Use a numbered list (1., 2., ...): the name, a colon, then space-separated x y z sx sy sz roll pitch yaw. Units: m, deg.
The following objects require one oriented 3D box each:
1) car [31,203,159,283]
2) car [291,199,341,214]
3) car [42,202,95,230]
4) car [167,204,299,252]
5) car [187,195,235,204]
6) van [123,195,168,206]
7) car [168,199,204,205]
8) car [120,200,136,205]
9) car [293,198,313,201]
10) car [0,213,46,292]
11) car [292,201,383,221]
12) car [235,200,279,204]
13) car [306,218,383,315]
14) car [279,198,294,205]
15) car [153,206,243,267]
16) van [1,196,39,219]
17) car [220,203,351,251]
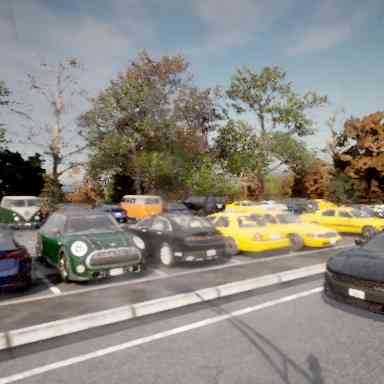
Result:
1. car: -3.127 1.351 9.932 2.185 1.767 4.553 0 0 -35
2. car: 14.146 1.609 38.146 2.097 1.535 5.008 0 0 -35
3. car: -8.374 1.500 22.241 2.163 1.488 4.792 0 0 -35
4. car: 1.311 1.475 13.264 1.946 1.575 5.366 0 0 -35
5. car: 0.665 1.263 28.641 2.435 2.045 5.566 0 0 -35
6. van: -4.009 1.258 25.440 1.878 1.987 4.442 0 0 -35
7. car: -1.564 1.528 26.993 2.163 1.488 4.792 0 0 -35
8. car: -6.220 1.504 23.766 2.163 1.488 4.792 0 0 -35
9. car: 9.739 1.608 34.995 2.163 1.488 4.792 0 0 -35
10. car: -5.389 1.511 8.328 2.163 1.488 4.792 0 0 -35
11. car: 8.320 1.515 17.773 1.946 1.575 5.366 0 0 -35
12. car: 5.308 1.543 31.666 1.946 1.575 5.366 0 0 -35
13. car: 4.857 1.471 7.160 5.008 1.535 1.882 0 0 -36
14. car: 7.463 1.602 33.416 2.002 1.452 4.674 0 0 -35
15. car: -0.837 1.475 11.508 2.231 1.521 4.892 0 0 -35
16. van: -10.541 1.247 20.538 1.878 1.987 4.442 0 0 -36
17. car: 3.690 1.485 14.494 1.946 1.575 5.366 0 0 -35
